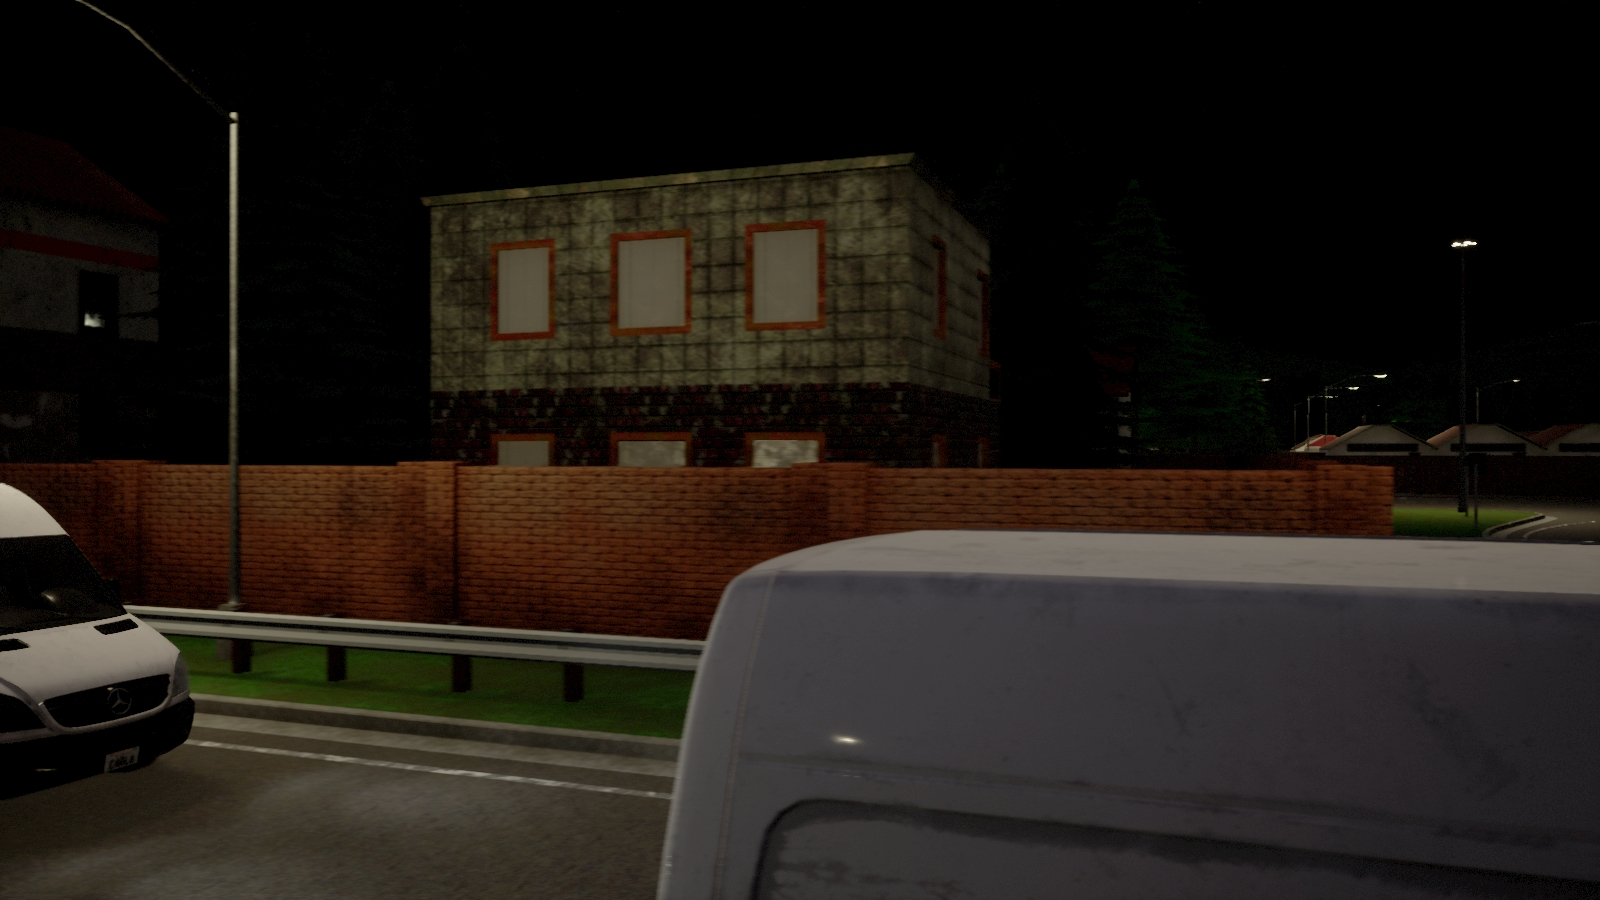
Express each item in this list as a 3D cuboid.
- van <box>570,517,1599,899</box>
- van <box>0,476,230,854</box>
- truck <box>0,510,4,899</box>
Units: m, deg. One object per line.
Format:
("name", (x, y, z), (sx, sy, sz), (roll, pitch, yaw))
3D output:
("van", (2.638, 1.535, 2.329), (5.915, 2.561, 1.988), (0, 0, 20))
("van", (-8.015, 1.528, 9.870), (5.915, 2.561, 1.988), (0, 0, 20))
("truck", (-7.228, 1.563, 5.864), (5.204, 2.467, 2.627), (0, 0, 20))
